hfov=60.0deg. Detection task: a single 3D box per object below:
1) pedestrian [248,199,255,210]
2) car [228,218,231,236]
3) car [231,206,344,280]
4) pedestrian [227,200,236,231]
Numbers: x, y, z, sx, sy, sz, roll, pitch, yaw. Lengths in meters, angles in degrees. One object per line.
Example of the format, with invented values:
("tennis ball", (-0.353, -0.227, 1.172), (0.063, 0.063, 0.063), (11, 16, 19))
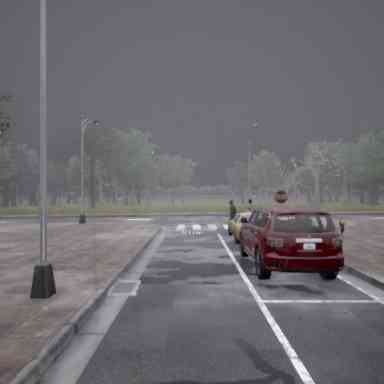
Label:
("pedestrian", (3.609, 1.289, 20.063), (0.375, 1.860, 0.375), (0, 0, 0))
("car", (2.658, 1.522, 15.601), (1.752, 1.417, 4.829), (0, 0, 0))
("car", (2.650, 1.313, 9.886), (2.192, 1.841, 5.009), (0, 0, 0))
("pedestrian", (2.311, 1.290, 18.865), (0.375, 1.860, 0.375), (0, 0, 0))
